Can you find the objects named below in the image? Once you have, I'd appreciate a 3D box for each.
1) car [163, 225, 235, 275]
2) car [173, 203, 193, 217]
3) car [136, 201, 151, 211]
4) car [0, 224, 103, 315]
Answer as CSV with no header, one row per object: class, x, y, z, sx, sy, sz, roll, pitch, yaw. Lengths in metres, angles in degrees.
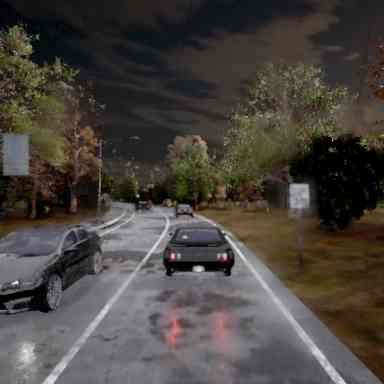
car,0.188,1.715,10.784,1.895,1.301,4.718,0,-1,0
car,-0.987,1.939,35.883,2.033,1.411,5.357,1,-1,-7
car,-7.206,2.011,49.140,1.994,1.385,4.181,1,-1,-13
car,-3.552,1.574,7.955,2.128,1.511,4.902,0,-1,0
